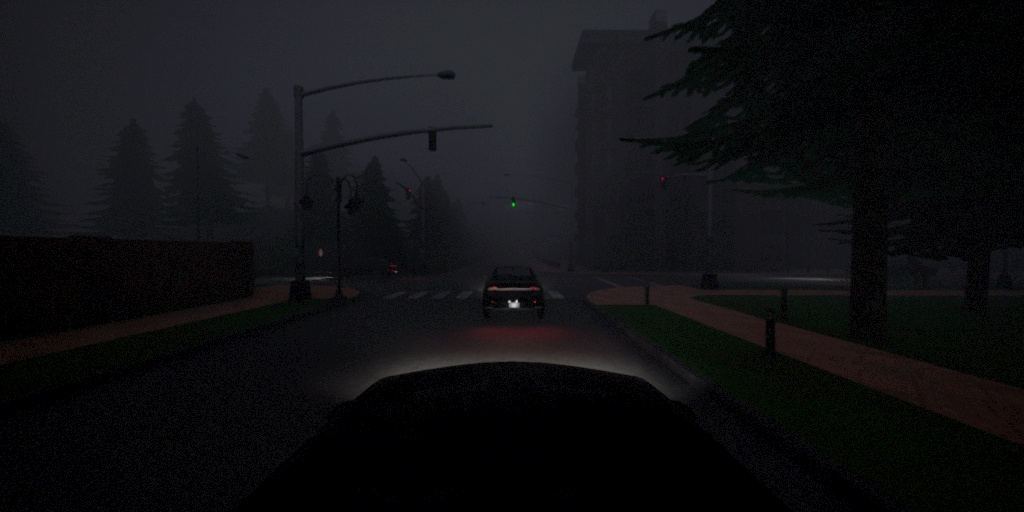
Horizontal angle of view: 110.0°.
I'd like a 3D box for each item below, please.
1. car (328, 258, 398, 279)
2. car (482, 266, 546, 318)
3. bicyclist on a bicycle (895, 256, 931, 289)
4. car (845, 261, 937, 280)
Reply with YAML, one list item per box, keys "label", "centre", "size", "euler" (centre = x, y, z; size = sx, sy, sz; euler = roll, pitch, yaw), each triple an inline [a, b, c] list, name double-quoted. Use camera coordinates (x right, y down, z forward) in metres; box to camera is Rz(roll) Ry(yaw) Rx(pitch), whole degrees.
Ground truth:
- label: "car"
  centre: [-10.861, 0.880, 26.191]
  size: [4.892, 1.490, 1.837]
  euler: [0, 0, 3]
- label: "car"
  centre: [0.026, 1.076, 12.099]
  size: [2.128, 1.511, 4.902]
  euler: [0, 1, -1]
- label: "bicyclist on a bicycle"
  centre: [20.101, 0.806, 17.985]
  size: [0.582, 1.620, 1.656]
  euler: [0, 1, 1]
- label: "car"
  centre: [26.651, 0.989, 25.335]
  size: [4.718, 1.301, 1.895]
  euler: [0, 1, 1]
